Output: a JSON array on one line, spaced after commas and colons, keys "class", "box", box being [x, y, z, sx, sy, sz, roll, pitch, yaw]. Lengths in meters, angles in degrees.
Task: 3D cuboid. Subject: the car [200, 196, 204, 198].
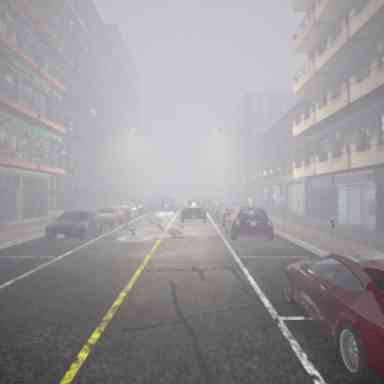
[{"class": "car", "box": [0.129, 1.494, 41.330, 1.994, 1.385, 4.181, 0, 0, 0]}]

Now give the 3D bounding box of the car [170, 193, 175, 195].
[{"class": "car", "box": [-5.621, 1.288, 78.963, 1.967, 1.590, 4.097, 1, 0, 0]}]

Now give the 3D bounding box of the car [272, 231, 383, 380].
[{"class": "car", "box": [2.706, 1.574, 5.172, 1.802, 1.307, 4.206, 1, 0, 0]}]

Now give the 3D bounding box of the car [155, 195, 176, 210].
[{"class": "car", "box": [-2.971, 1.423, 41.025, 2.128, 1.511, 4.902, 0, 0, 0]}]

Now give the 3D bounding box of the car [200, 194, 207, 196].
[{"class": "car", "box": [2.741, 1.443, 56.206, 1.887, 1.381, 4.507, 1, 0, 0]}]

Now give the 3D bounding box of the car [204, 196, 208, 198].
[{"class": "car", "box": [2.729, 1.478, 39.194, 1.887, 1.381, 4.507, 1, 0, 0]}]

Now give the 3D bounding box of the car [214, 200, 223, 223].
[{"class": "car", "box": [2.717, 1.509, 22.182, 1.887, 1.381, 4.507, 1, 0, 0]}]

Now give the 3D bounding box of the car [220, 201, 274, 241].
[{"class": "car", "box": [2.714, 1.414, 16.511, 1.967, 1.590, 4.097, 1, 0, 0]}]

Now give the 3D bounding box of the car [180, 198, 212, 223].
[{"class": "car", "box": [0.117, 1.452, 25.323, 2.128, 1.511, 4.902, 0, 0, 0]}]

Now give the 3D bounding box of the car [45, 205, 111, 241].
[{"class": "car", "box": [-5.667, 1.540, 16.582, 1.947, 1.339, 4.313, 1, 0, 0]}]

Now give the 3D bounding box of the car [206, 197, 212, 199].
[{"class": "car", "box": [2.725, 1.495, 33.524, 2.008, 1.369, 4.403, 1, 0, 0]}]

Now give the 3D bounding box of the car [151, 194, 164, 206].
[{"class": "car", "box": [-5.643, 1.462, 50.608, 2.008, 1.369, 4.403, 1, 0, 0]}]

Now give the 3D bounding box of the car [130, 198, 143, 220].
[{"class": "car", "box": [-5.659, 1.506, 27.924, 2.008, 1.369, 4.403, 1, 0, 0]}]

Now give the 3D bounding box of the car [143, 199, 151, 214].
[{"class": "car", "box": [-5.653, 1.385, 33.596, 1.967, 1.590, 4.097, 1, 0, 0]}]

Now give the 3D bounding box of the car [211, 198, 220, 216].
[{"class": "car", "box": [2.721, 1.505, 27.853, 2.008, 1.369, 4.403, 1, 0, 0]}]

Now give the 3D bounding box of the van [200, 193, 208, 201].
[{"class": "van", "box": [2.727, 1.189, 78.888, 1.690, 1.788, 3.998, 1, 0, 0]}]

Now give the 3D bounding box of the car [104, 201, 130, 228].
[{"class": "car", "box": [-5.663, 1.490, 22.083, 1.752, 1.417, 4.829, 1, 0, 0]}]
